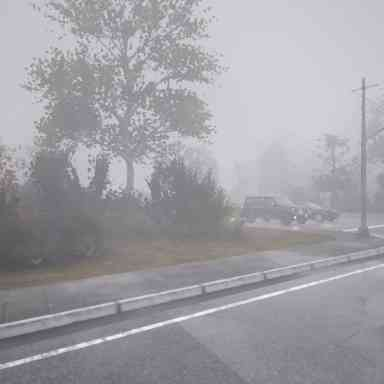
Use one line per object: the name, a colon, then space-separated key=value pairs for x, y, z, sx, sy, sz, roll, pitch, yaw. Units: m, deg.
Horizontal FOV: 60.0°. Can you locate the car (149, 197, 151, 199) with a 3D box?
car: x=-6.767 y=1.861 z=53.587 sx=5.566 sy=2.045 sz=2.150 roll=-2 pitch=-2 yaw=40

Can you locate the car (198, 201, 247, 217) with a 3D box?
car: x=3.049 y=1.706 z=34.156 sx=1.882 sy=1.535 sz=5.008 roll=0 pitch=-1 yaw=-43

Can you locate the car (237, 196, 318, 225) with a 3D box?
car: x=6.201 y=1.316 z=25.101 sx=2.150 sy=2.045 sz=5.566 roll=0 pitch=-1 yaw=-37

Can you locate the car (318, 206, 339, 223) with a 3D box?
car: x=9.236 y=1.566 z=26.845 sx=1.882 sy=1.535 sz=5.008 roll=0 pitch=-1 yaw=-39
